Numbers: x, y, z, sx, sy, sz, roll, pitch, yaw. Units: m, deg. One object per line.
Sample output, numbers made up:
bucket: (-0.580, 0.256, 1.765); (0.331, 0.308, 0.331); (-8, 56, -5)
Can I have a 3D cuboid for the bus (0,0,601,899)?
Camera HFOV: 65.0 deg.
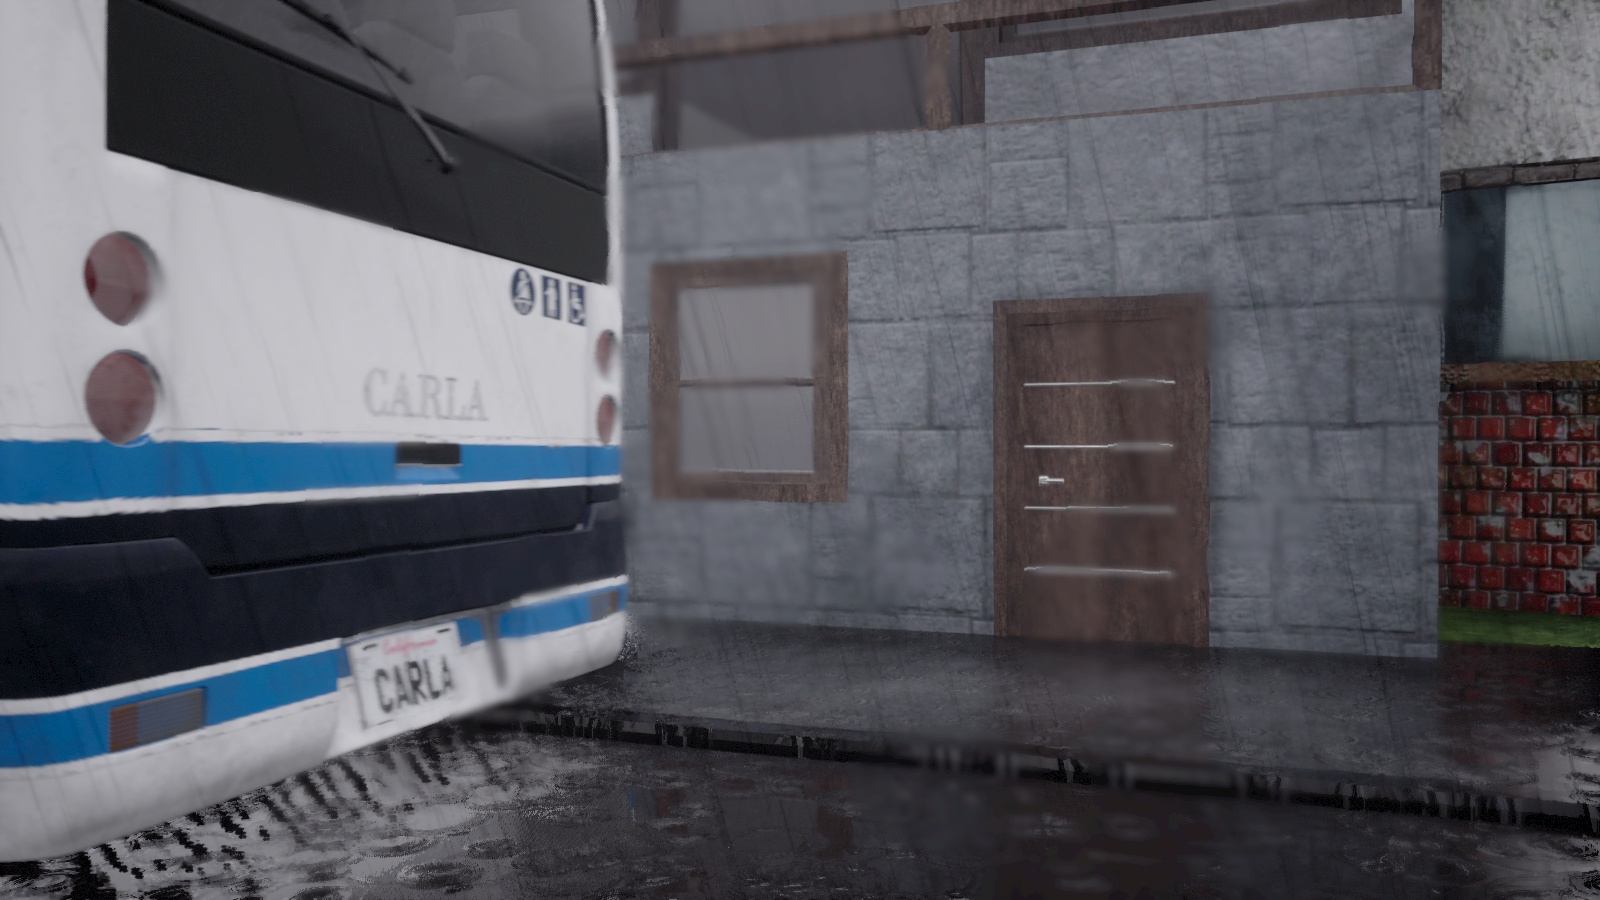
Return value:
bus: (-6.531, -0.672, 6.106); (10.273, 4.253, 3.944); (1, 0, 18)
